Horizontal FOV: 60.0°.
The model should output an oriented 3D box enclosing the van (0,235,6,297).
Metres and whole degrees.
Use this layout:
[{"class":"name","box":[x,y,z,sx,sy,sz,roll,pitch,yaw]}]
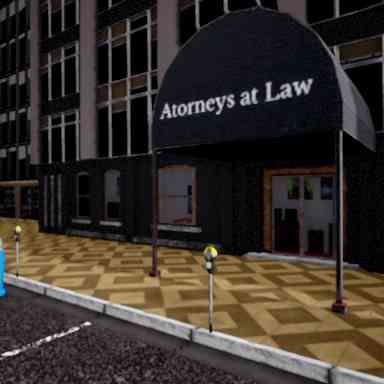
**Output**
[{"class":"van","box":[-5.445,1.376,6.761,3.998,1.788,1.690,0,0,36]}]
